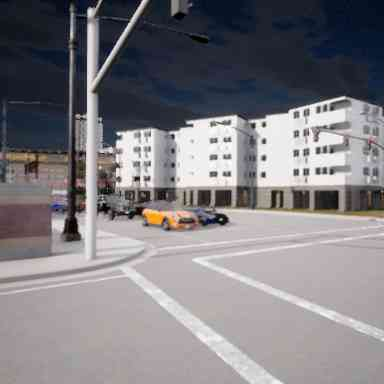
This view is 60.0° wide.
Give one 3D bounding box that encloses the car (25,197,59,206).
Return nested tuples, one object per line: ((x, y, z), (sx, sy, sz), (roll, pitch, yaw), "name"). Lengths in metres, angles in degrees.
((-25.538, 1.610, 56.617), (4.902, 1.511, 2.128), (0, -1, 13), "car")

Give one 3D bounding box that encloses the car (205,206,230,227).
((0.846, 1.711, 24.437), (1.994, 1.385, 4.181), (1, 0, -35), "car")

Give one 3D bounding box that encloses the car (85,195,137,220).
((-7.065, 1.333, 29.400), (2.150, 2.045, 5.566), (1, 0, -40), "car")

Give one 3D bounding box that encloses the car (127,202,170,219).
((-4.142, 1.709, 31.207), (1.994, 1.385, 4.181), (1, 0, -40), "car")

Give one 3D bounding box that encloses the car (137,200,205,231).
((-1.476, 1.464, 21.680), (2.097, 1.767, 4.553), (1, 0, -33), "car")

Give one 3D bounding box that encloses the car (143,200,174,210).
((-4.728, 1.794, 46.707), (4.181, 1.385, 1.994), (0, 0, 39), "car")

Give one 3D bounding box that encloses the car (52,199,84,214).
((-14.511, 1.569, 36.396), (5.008, 1.535, 1.882), (0, 0, 35), "car")
